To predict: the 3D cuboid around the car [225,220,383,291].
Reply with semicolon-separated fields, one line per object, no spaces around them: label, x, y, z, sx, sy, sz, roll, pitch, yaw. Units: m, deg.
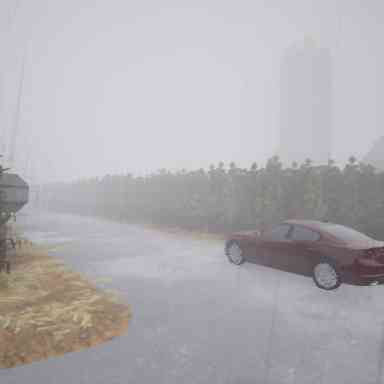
car;3.016;1.515;9.387;1.882;1.535;5.008;1;0;-35
